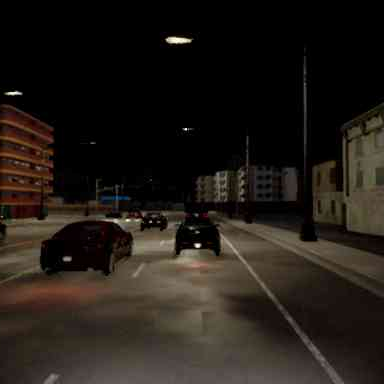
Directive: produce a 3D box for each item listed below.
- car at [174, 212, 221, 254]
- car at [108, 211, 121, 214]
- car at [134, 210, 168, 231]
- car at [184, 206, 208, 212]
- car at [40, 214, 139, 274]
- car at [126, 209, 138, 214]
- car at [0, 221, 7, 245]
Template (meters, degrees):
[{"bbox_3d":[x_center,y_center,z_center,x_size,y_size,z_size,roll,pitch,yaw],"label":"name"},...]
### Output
[{"bbox_3d":[0.246,1.860,15.068,1.837,1.490,4.892,0,-2,1],"label":"car"},{"bbox_3d":[-13.466,3.998,57.200,1.895,1.301,4.718,0,-3,1],"label":"car"},{"bbox_3d":[-3.121,2.469,27.902,2.033,1.411,5.357,0,-3,1],"label":"car"},{"bbox_3d":[0.430,2.407,32.772,2.150,2.045,5.566,0,-3,1],"label":"car"},{"bbox_3d":[-3.295,1.704,11.338,1.882,1.535,5.008,0,-2,1],"label":"car"},{"bbox_3d":[-9.972,3.753,57.011,2.097,1.767,4.553,0,-3,1],"label":"car"},{"bbox_3d":[-10.453,1.836,15.221,1.837,1.490,4.892,0,-2,1],"label":"car"}]
